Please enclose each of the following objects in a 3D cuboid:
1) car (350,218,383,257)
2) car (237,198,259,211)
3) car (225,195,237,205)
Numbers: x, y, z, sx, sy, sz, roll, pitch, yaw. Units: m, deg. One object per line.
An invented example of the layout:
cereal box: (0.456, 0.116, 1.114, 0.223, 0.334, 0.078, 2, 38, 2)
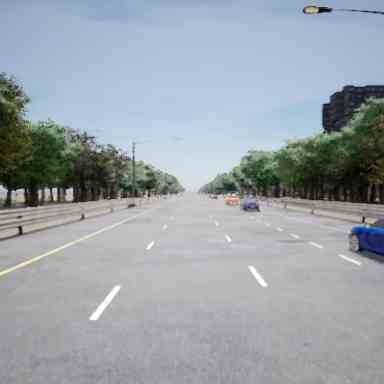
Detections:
car: (7.001, 1.497, 10.826, 1.882, 1.535, 5.008, 0, 0, 0)
car: (7.018, 1.559, 40.729, 1.812, 1.442, 4.674, 0, 0, 0)
car: (7.069, 1.402, 59.308, 2.097, 1.767, 4.553, 0, 0, 0)
